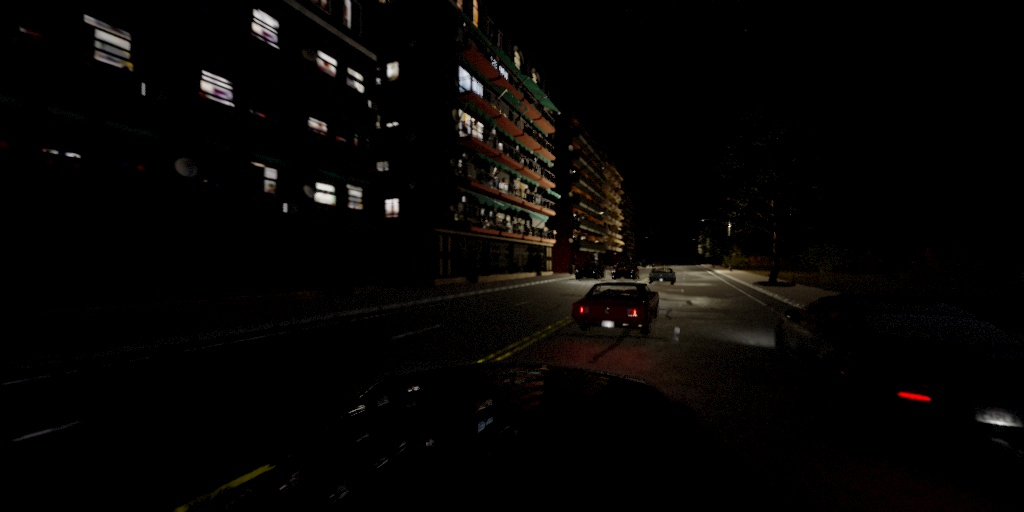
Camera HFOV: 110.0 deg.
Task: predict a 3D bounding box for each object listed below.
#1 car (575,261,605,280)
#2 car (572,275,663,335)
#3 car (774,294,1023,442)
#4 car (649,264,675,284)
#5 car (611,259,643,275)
[{"bbox_3d":[7.661,1.426,35.148,2.097,1.767,4.553,-1,-1,26],"label":"car"},{"bbox_3d":[3.383,1.435,11.005,1.895,1.301,4.718,-1,-1,26],"label":"car"},{"bbox_3d":[5.377,1.288,5.300,1.812,1.442,4.674,-1,-1,26],"label":"car"},{"bbox_3d":[12.624,1.595,30.030,1.895,1.301,4.718,-1,-1,26],"label":"car"},{"bbox_3d":[10.939,1.402,34.458,2.097,1.767,4.553,-1,-1,26],"label":"car"}]
